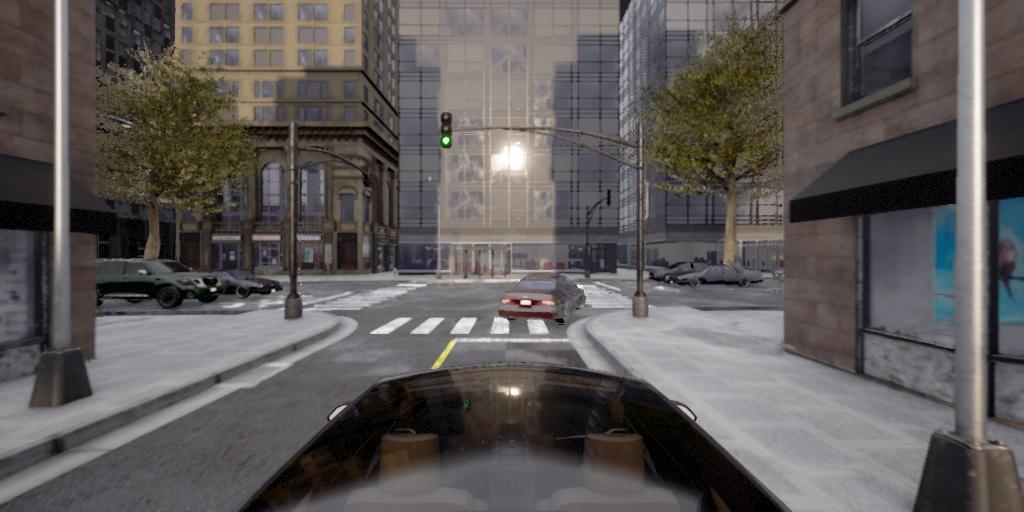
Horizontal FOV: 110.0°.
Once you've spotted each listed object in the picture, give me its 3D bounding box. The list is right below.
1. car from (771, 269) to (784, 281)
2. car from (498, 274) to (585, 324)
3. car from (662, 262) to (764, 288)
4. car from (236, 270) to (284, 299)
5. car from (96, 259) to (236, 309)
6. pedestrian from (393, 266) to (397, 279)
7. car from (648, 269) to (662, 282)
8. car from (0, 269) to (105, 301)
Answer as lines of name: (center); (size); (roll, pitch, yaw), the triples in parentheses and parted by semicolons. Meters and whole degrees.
car: (21.538, 1.199, 25.731); (4.718, 1.301, 1.895); (0, 0, 0)
car: (1.214, 1.323, 12.204); (2.033, 1.411, 5.357); (0, 0, 19)
car: (12.646, 1.226, 22.435); (5.357, 1.411, 2.033); (0, 0, 0)
car: (-15.130, 1.446, 18.883); (5.357, 1.411, 2.033); (0, 0, 2)
car: (-15.752, 1.131, 15.595); (5.566, 2.045, 2.150); (0, 0, 0)
pedestrian: (-9.731, 1.369, 29.736); (0.500, 1.100, 0.500); (0, 1, 0)
car: (12.301, 1.180, 25.688); (4.892, 1.490, 1.837); (0, 0, -1)
car: (-24.872, 1.470, 18.803); (4.892, 1.490, 1.837); (0, 0, 0)
